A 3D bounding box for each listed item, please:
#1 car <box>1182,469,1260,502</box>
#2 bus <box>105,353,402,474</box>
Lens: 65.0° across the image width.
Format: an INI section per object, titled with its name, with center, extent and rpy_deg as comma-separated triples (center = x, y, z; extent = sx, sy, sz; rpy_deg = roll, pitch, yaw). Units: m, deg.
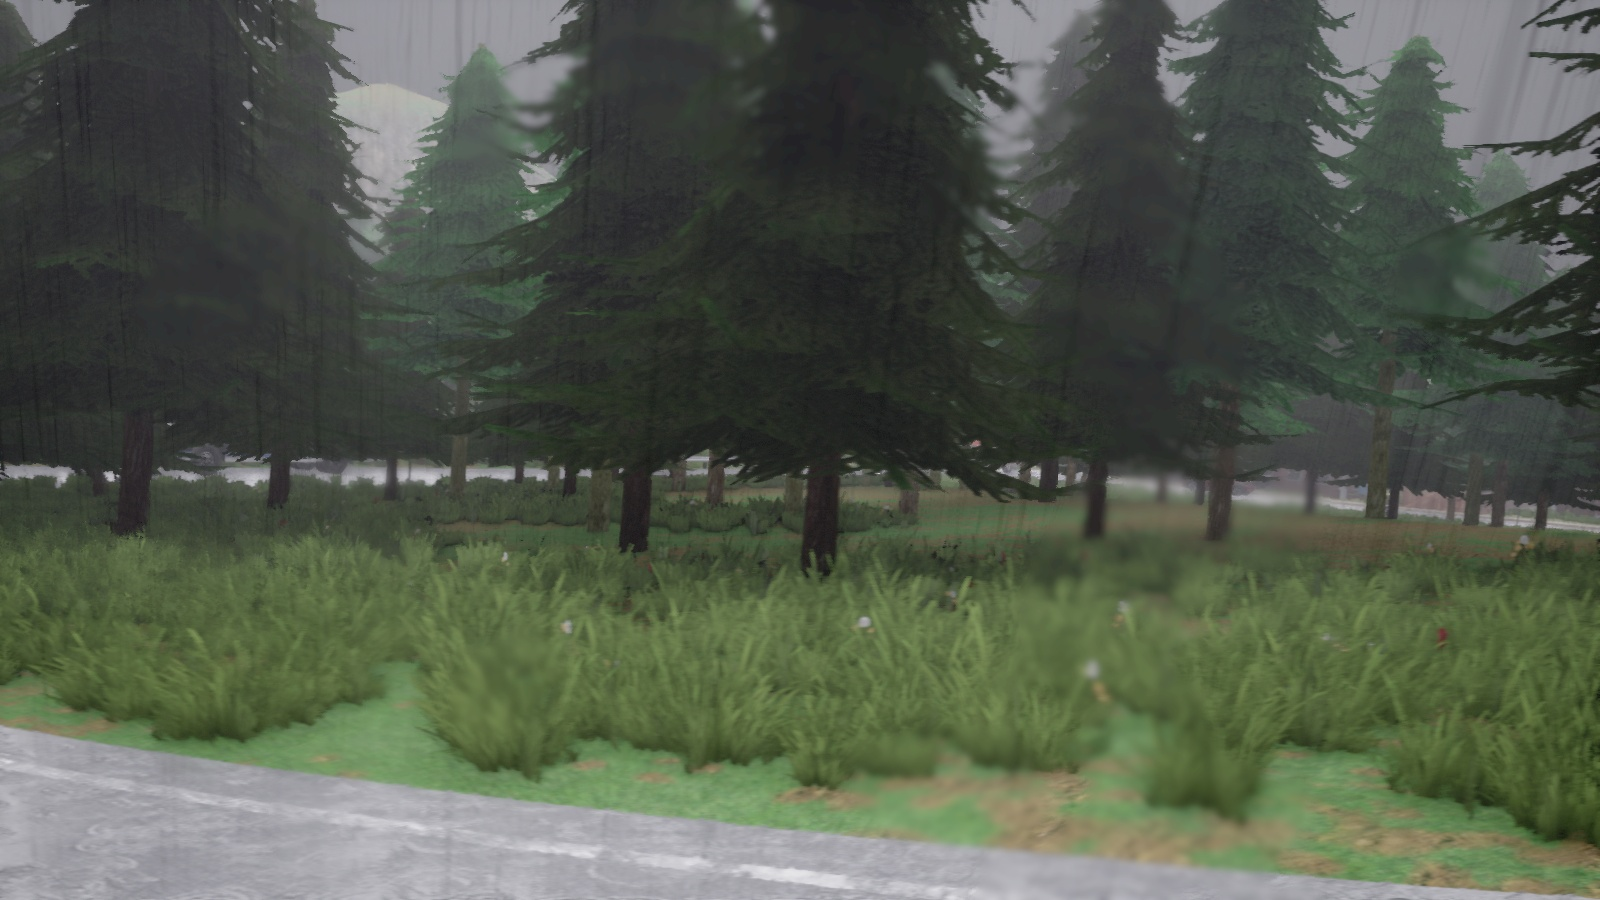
[car]
center = 29.163, 2.437, 87.051
extent = 4.553, 1.767, 2.097
rpy_deg = 6, 3, 37
[bus]
center = -21.960, -1.352, 51.245
extent = 3.944, 4.253, 10.273
rpy_deg = 6, 3, 37
